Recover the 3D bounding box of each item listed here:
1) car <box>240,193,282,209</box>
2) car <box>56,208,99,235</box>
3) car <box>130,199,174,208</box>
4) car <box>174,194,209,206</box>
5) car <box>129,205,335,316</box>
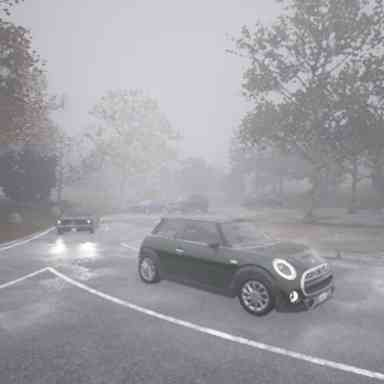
[{"bbox_3d":[9.279,1.178,44.923,5.566,2.045,2.150,-1,0,-10],"label":"car"},{"bbox_3d":[-6.405,1.604,18.972,1.895,1.301,4.718,0,0,-11],"label":"car"},{"bbox_3d":[-4.342,1.496,34.474,1.882,1.535,5.008,0,0,32],"label":"car"},{"bbox_3d":[-0.405,1.248,35.046,2.150,2.045,5.566,-1,-1,39],"label":"car"},{"bbox_3d":[0.798,1.359,7.719,4.553,1.767,2.097,0,0,43],"label":"car"}]
